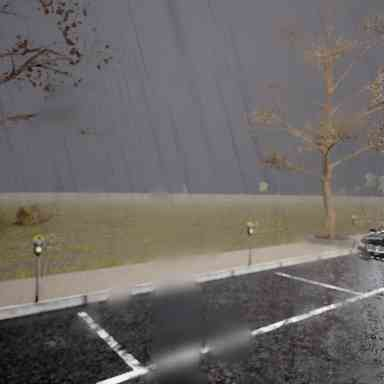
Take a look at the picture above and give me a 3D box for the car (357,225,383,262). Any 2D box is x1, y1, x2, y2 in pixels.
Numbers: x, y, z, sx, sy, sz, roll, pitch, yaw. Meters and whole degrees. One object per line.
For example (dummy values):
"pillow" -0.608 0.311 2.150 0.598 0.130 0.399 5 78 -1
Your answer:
"car" 7.381 1.635 11.355 4.403 1.369 2.008 0 0 -35
